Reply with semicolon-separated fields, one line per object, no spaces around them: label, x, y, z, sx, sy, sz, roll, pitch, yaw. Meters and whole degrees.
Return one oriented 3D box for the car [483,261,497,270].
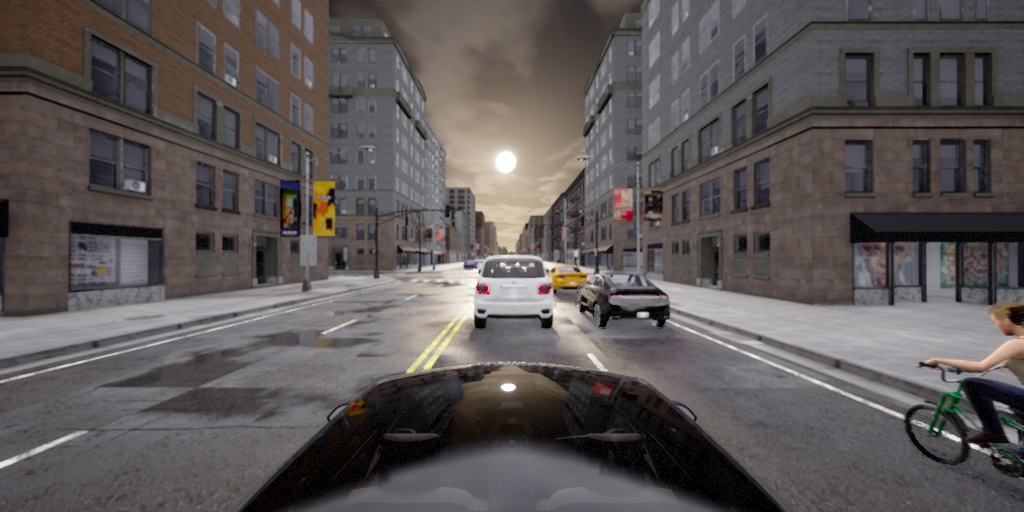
car;-3.623;1.461;58.844;1.994;1.385;4.181;0;0;0

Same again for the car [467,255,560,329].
car;0.047;0.995;11.552;2.150;2.045;5.566;0;0;0

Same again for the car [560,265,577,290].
car;3.149;1.275;21.206;1.882;1.535;5.008;0;0;0

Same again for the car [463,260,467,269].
car;-6.874;1.375;58.823;1.882;1.535;5.008;0;0;0

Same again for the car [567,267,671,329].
car;3.291;1.265;11.435;2.128;1.511;4.902;0;0;0

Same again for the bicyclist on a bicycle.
bicyclist on a bicycle;4.120;1.191;3.022;0.866;1.612;1.509;0;-1;0
